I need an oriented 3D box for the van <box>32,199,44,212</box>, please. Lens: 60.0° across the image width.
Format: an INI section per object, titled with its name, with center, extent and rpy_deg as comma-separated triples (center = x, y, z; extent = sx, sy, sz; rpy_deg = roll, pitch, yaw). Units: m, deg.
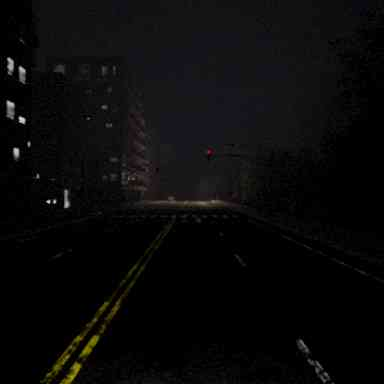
[van]
center = -22.728, 1.877, 46.195
extent = 3.998, 1.788, 1.690
rpy_deg = -1, 1, -1
